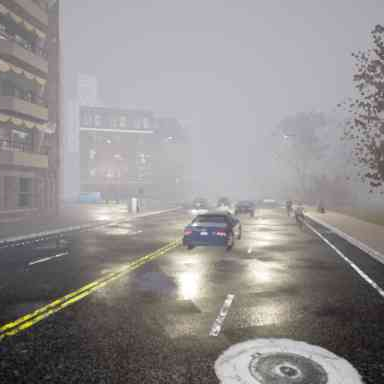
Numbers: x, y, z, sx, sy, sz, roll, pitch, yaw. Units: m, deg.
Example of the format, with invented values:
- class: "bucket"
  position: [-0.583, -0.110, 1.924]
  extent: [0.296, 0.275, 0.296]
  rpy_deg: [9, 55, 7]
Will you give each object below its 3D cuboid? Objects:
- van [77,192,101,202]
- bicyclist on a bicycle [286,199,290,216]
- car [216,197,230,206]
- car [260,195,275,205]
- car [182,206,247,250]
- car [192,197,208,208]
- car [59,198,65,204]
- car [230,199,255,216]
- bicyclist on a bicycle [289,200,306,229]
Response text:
- class: "van"
  position: [-18.017, 0.889, 58.494]
  extent: [3.998, 1.788, 1.690]
  rpy_deg: [1, -1, -18]
- class: "bicyclist on a bicycle"
  position: [8.763, 1.443, 30.071]
  extent: [0.582, 1.620, 1.656]
  rpy_deg: [0, 0, 12]
- class: "car"
  position: [4.415, 1.404, 45.560]
  extent: [1.837, 1.490, 4.892]
  rpy_deg: [0, 0, 11]
- class: "car"
  position: [13.591, 1.572, 59.130]
  extent: [1.895, 1.301, 4.718]
  rpy_deg: [0, 0, 10]
- class: "car"
  position: [1.033, 1.545, 14.390]
  extent: [2.033, 1.411, 5.357]
  rpy_deg: [0, 0, 14]
- class: "car"
  position: [1.176, 1.485, 45.986]
  extent: [2.128, 1.511, 4.902]
  rpy_deg: [0, 0, 8]
- class: "car"
  position: [-20.840, 1.112, 48.735]
  extent: [4.206, 1.307, 1.802]
  rpy_deg: [1, -1, -18]
- class: "car"
  position: [5.207, 1.539, 32.753]
  extent: [2.033, 1.411, 5.357]
  rpy_deg: [0, 0, 12]
- class: "bicyclist on a bicycle"
  position: [6.609, 1.432, 20.446]
  extent: [0.866, 1.612, 1.509]
  rpy_deg: [0, 0, 13]
